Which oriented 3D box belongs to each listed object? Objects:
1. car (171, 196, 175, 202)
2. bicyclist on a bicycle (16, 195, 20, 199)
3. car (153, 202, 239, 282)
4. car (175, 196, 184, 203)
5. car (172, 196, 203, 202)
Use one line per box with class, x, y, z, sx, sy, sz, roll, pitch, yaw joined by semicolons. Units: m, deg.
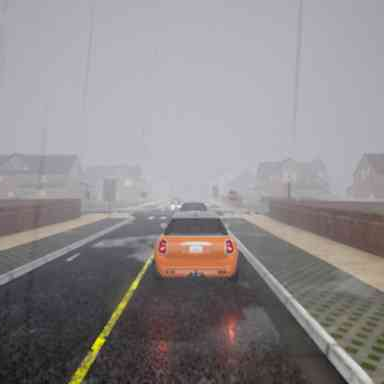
car;-2.808;1.517;60.138;2.128;1.511;4.902;0;0;1
bicyclist on a bicycle;-20.164;1.154;38.592;0.582;1.620;1.656;0;1;0
car;0.098;1.341;9.885;2.097;1.767;4.553;0;0;0
car;-2.770;1.680;75.017;1.895;1.301;4.718;0;0;0
car;0.094;1.325;20.732;2.097;1.767;4.553;0;0;0
